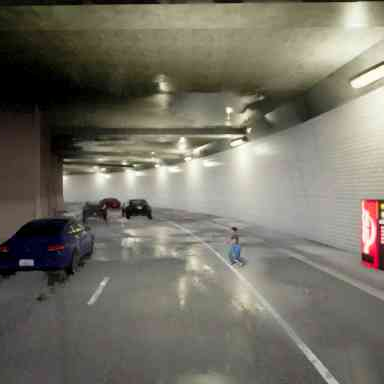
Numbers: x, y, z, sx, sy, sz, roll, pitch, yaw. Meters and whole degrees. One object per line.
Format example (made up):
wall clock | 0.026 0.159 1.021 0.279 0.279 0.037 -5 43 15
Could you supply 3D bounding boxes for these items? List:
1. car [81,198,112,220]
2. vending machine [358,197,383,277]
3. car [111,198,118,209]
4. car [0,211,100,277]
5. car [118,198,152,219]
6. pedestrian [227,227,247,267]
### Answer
car | -8.232 1.487 28.014 2.128 1.511 4.902 0 0 -17
vending machine | 5.399 1.194 9.248 1.100 2.100 0.880 0 0 -6
car | -10.519 1.470 42.438 1.882 1.535 5.008 0 0 -28
car | -4.227 1.524 10.214 1.812 1.442 4.674 0 0 -7
car | -4.944 1.346 29.211 2.097 1.767 4.553 0 0 -18
pedestrian | 1.334 1.572 9.914 0.375 1.300 0.375 0 0 -6
